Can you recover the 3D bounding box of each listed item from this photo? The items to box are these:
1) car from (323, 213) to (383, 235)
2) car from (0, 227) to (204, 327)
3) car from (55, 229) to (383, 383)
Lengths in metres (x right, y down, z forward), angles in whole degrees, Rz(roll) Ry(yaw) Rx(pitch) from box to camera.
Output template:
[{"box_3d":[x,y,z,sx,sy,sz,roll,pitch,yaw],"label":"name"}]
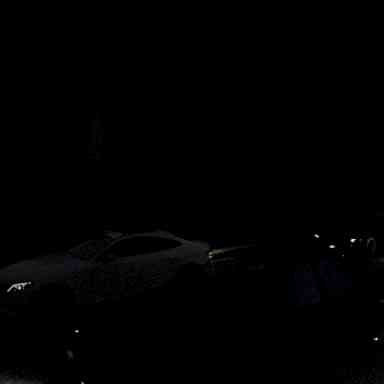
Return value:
[{"box_3d":[7.145,1.559,13.431,5.357,1.411,2.033,0,0,-36],"label":"car"},{"box_3d":[-1.592,1.532,7.161,4.674,1.442,1.812,0,0,-36],"label":"car"},{"box_3d":[1.127,1.552,4.805,5.357,1.411,2.033,0,0,-36],"label":"car"}]
